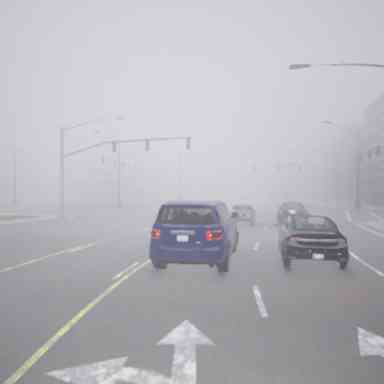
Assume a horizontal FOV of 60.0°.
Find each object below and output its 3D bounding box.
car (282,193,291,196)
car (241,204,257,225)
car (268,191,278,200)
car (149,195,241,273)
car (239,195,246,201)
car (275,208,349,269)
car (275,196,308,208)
[{"bbox_3d":[23.761,1.019,83.439,2.097,1.767,4.553,0,1,15],"label":"car"},{"bbox_3d":[3.816,1.639,25.081,2.033,1.411,5.357,0,0,14],"label":"car"},{"bbox_3d":[20.390,1.220,84.380,1.994,1.385,4.181,0,1,15],"label":"car"},{"bbox_3d":[0.287,1.267,11.096,2.150,2.045,5.566,0,0,11],"label":"car"},{"bbox_3d":[11.795,1.378,79.329,1.895,1.301,4.718,0,1,15],"label":"car"},{"bbox_3d":[3.959,1.536,11.382,2.128,1.511,4.902,0,0,13],"label":"car"},{"bbox_3d":[7.578,1.441,24.984,2.097,1.767,4.553,0,0,18],"label":"car"}]
